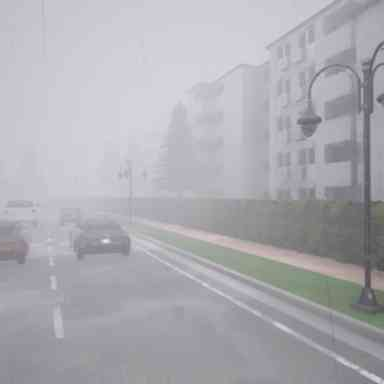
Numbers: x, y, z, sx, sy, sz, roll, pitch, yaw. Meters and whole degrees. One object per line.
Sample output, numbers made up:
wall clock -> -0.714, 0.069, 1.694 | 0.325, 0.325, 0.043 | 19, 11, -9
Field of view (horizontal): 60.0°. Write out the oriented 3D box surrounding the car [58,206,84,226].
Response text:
car -> -9.594, 1.852, 26.516 | 2.033, 1.411, 5.357 | 0, -1, -24

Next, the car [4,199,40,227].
car -> -12.826, 1.512, 25.179 | 2.150, 2.045, 5.566 | 0, 0, -24

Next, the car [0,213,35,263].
car -> -7.034, 1.704, 12.168 | 1.994, 1.385, 4.181 | 0, -1, -24

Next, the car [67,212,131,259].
car -> -3.834, 1.722, 13.587 | 1.994, 1.385, 4.181 | 0, -1, -24
